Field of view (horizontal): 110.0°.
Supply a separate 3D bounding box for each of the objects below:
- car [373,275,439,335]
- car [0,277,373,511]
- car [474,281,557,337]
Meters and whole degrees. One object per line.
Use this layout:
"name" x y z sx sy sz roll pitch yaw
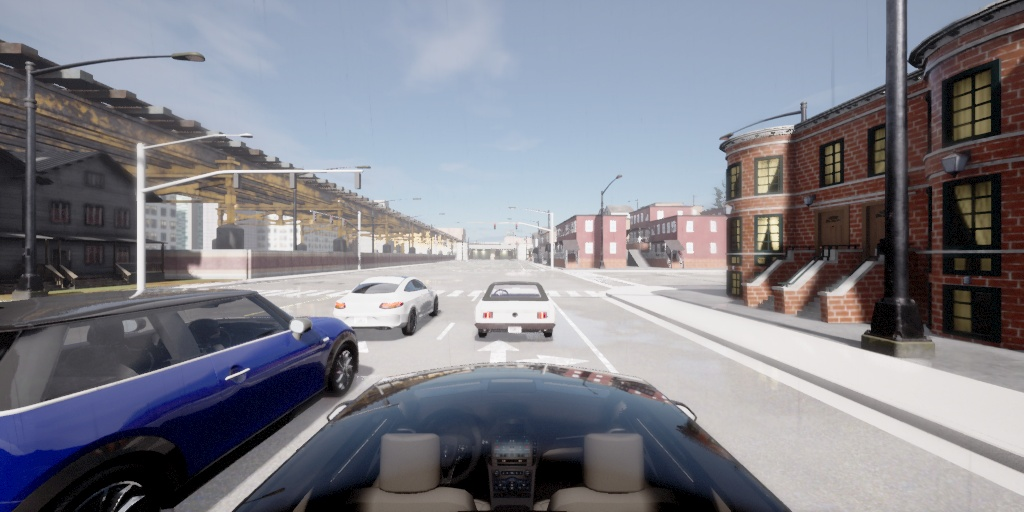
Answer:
"car" -3.396 1.276 10.331 1.812 1.442 4.674 0 0 0
"car" -3.399 1.102 3.688 2.097 1.767 4.553 0 0 0
"car" 0.106 1.351 10.223 1.895 1.301 4.718 0 0 1
